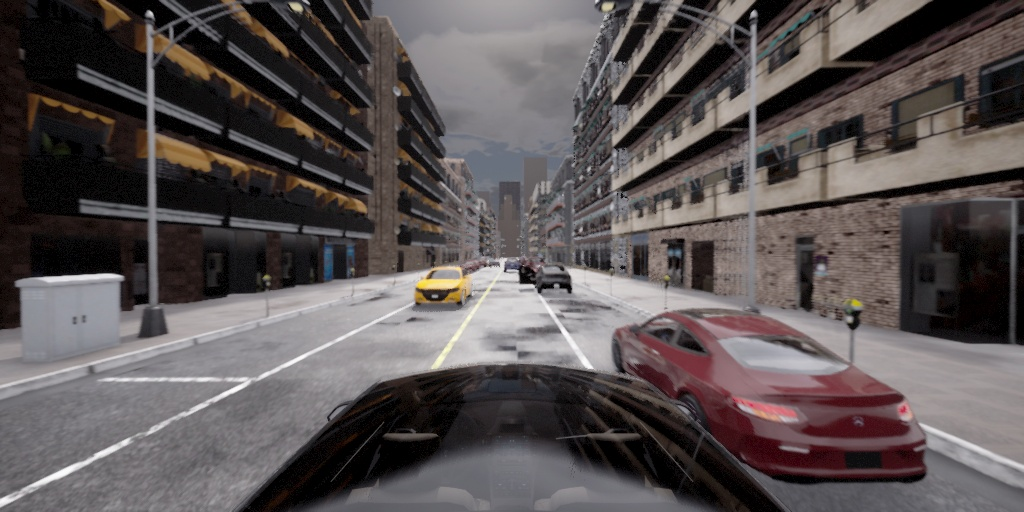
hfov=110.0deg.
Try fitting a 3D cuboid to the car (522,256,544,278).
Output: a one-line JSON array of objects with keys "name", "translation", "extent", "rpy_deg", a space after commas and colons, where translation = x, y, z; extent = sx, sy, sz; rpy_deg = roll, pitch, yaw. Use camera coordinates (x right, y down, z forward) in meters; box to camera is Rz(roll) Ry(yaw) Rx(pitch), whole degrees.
[{"name": "car", "translation": [2.563, 1.027, 38.667], "extent": [2.192, 1.841, 5.009], "rpy_deg": [0, 0, 0]}]

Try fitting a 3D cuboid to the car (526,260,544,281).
[{"name": "car", "translation": [2.563, 1.299, 33.003], "extent": [1.802, 1.307, 4.207], "rpy_deg": [0, 0, 0]}]

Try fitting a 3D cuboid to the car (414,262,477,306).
[{"name": "car", "translation": [-2.850, 1.212, 15.767], "extent": [1.882, 1.535, 5.008], "rpy_deg": [0, 0, 0]}]

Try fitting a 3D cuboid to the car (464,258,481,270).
[{"name": "car", "translation": [-5.318, 1.251, 44.434], "extent": [1.888, 1.381, 4.507], "rpy_deg": [0, 0, 0]}]

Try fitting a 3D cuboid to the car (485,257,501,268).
[{"name": "car", "translation": [-2.753, 1.153, 57.953], "extent": [2.033, 1.411, 5.357], "rpy_deg": [0, 0, 0]}]

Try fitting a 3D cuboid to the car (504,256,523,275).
[{"name": "car", "translation": [0.061, 1.058, 45.216], "extent": [2.097, 1.767, 4.553], "rpy_deg": [0, 0, 0]}]

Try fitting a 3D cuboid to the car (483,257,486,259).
[{"name": "car", "translation": [-5.319, 1.006, 61.388], "extent": [2.192, 1.841, 5.009], "rpy_deg": [0, 0, 0]}]

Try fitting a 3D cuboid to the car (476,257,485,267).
[{"name": "car", "translation": [-5.319, 1.246, 50.086], "extent": [1.888, 1.381, 4.507], "rpy_deg": [0, 0, 0]}]

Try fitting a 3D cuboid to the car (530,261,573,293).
[{"name": "car", "translation": [2.229, 1.235, 20.333], "extent": [1.837, 1.490, 4.892], "rpy_deg": [0, 0, 0]}]

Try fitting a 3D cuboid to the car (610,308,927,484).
[{"name": "car", "translation": [2.564, 1.329, 4.682], "extent": [1.802, 1.307, 4.207], "rpy_deg": [0, 0, 0]}]
